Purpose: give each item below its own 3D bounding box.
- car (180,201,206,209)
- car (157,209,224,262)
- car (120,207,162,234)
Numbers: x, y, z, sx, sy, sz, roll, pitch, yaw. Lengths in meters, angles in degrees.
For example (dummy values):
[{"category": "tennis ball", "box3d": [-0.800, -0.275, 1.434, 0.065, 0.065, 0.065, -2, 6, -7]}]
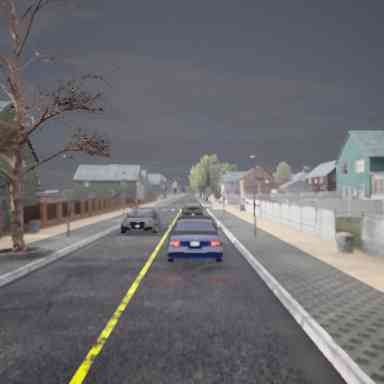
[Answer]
[{"category": "car", "box3d": [0.085, 1.552, 28.006, 1.837, 1.490, 4.892, 0, 0, 0]}, {"category": "car", "box3d": [0.092, 1.569, 12.230, 2.033, 1.411, 5.357, 0, 0, 0]}, {"category": "car", "box3d": [-2.850, 1.597, 19.366, 1.994, 1.385, 4.181, 0, 0, 0]}]
